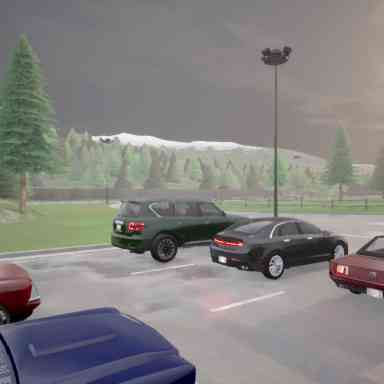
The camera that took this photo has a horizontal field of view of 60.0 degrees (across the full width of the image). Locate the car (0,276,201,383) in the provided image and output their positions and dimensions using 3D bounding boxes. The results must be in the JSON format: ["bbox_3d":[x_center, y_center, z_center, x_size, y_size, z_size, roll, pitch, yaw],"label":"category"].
[{"bbox_3d":[-2.217,1.601,2.166,4.718,1.301,1.895,0,0,-35],"label":"car"}]

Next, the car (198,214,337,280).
[{"bbox_3d":[2.774,1.505,10.036,4.892,1.490,1.837,0,0,-35],"label":"car"}]

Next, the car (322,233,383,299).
[{"bbox_3d":[5.236,1.601,7.487,4.718,1.301,1.895,0,0,-35],"label":"car"}]

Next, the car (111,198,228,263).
[{"bbox_3d":[-0.162,1.221,12.250,5.566,2.045,2.150,0,0,-35],"label":"car"}]

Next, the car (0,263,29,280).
[{"bbox_3d":[-4.761,1.601,4.652,4.718,1.301,1.895,0,0,-35],"label":"car"}]
